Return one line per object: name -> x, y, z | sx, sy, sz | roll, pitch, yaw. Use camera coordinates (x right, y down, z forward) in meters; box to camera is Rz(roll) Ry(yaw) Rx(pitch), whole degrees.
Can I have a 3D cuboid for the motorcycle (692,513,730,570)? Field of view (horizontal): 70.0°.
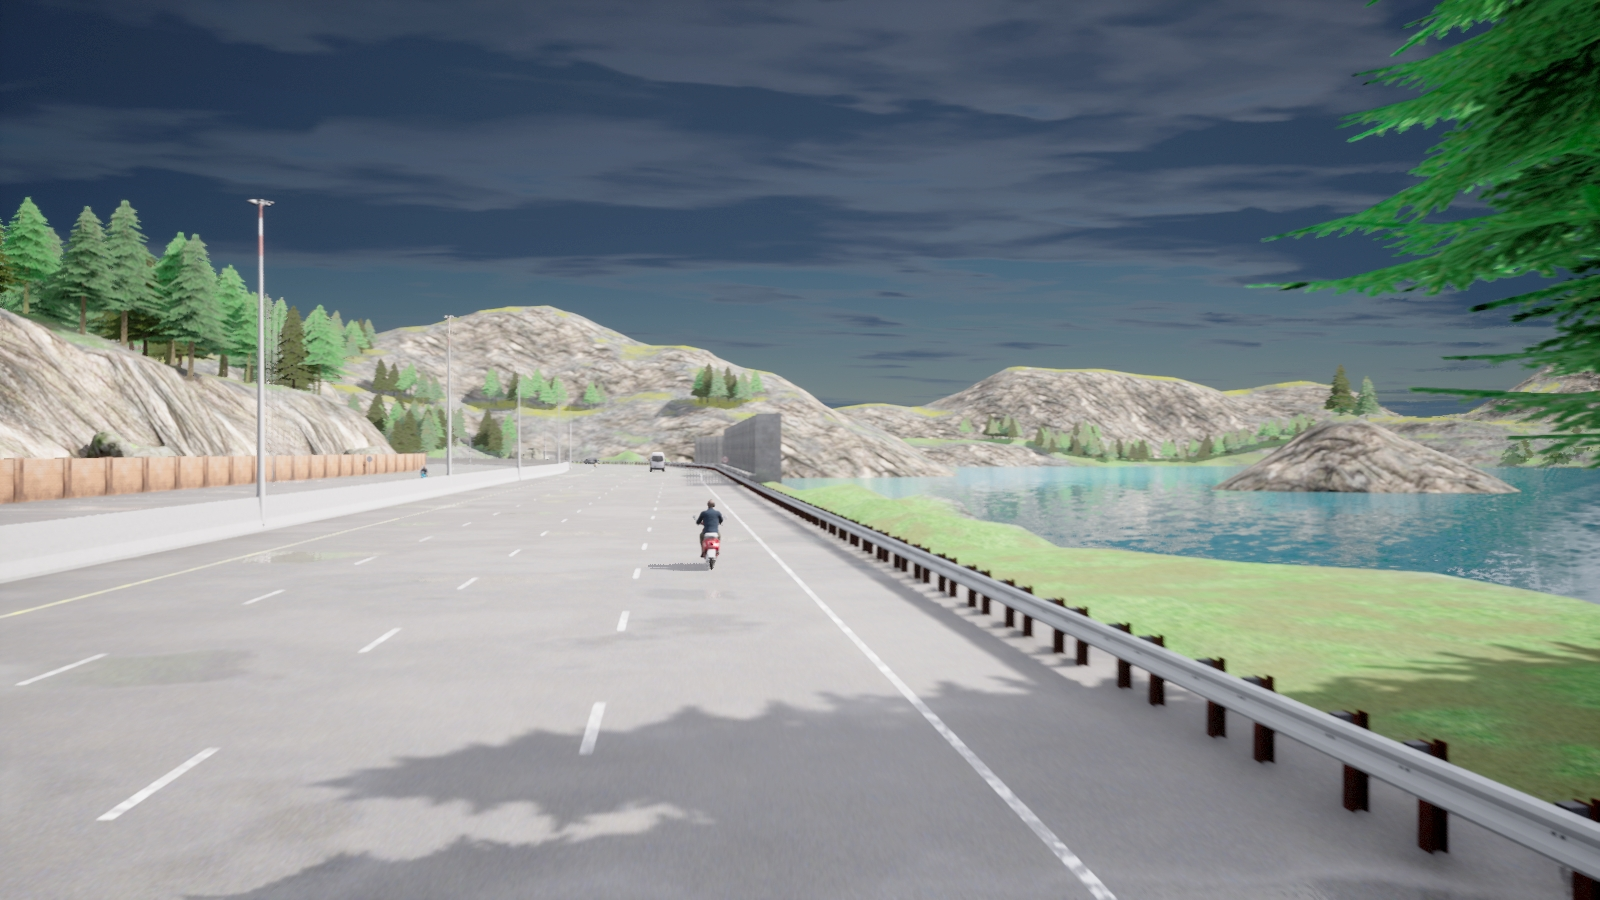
motorcycle -> -2.172, 2.194, 27.667 | 0.856, 1.236, 1.805 | 0, 0, -6
